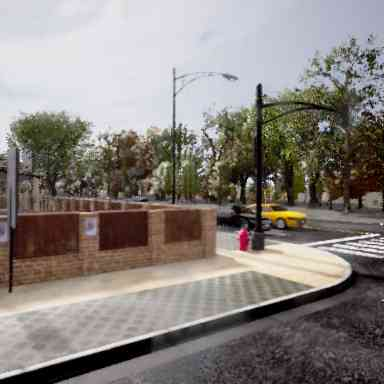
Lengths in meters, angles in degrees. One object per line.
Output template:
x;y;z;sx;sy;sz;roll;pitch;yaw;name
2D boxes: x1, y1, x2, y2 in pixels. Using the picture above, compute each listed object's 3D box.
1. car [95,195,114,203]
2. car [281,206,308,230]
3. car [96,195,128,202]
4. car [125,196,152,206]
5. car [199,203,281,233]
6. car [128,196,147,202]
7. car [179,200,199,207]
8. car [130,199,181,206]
-16.899;1.338;64.234;1.882;1.535;5.008;0;0;-36;car
5.168;1.499;21.838;1.882;1.535;5.008;0;0;-36;car
-9.146;1.428;36.290;1.837;1.490;4.892;0;0;-35;car
-8.521;1.415;52.513;2.128;1.511;4.902;0;0;-36;car
2.681;1.530;19.725;1.812;1.442;4.674;0;0;-35;car
-7.072;1.485;38.976;2.033;1.411;5.357;0;0;-35;car
-0.887;1.472;30.311;2.128;1.511;4.902;0;0;-36;car
-3.121;1.529;27.850;1.994;1.385;4.181;0;0;-35;car
